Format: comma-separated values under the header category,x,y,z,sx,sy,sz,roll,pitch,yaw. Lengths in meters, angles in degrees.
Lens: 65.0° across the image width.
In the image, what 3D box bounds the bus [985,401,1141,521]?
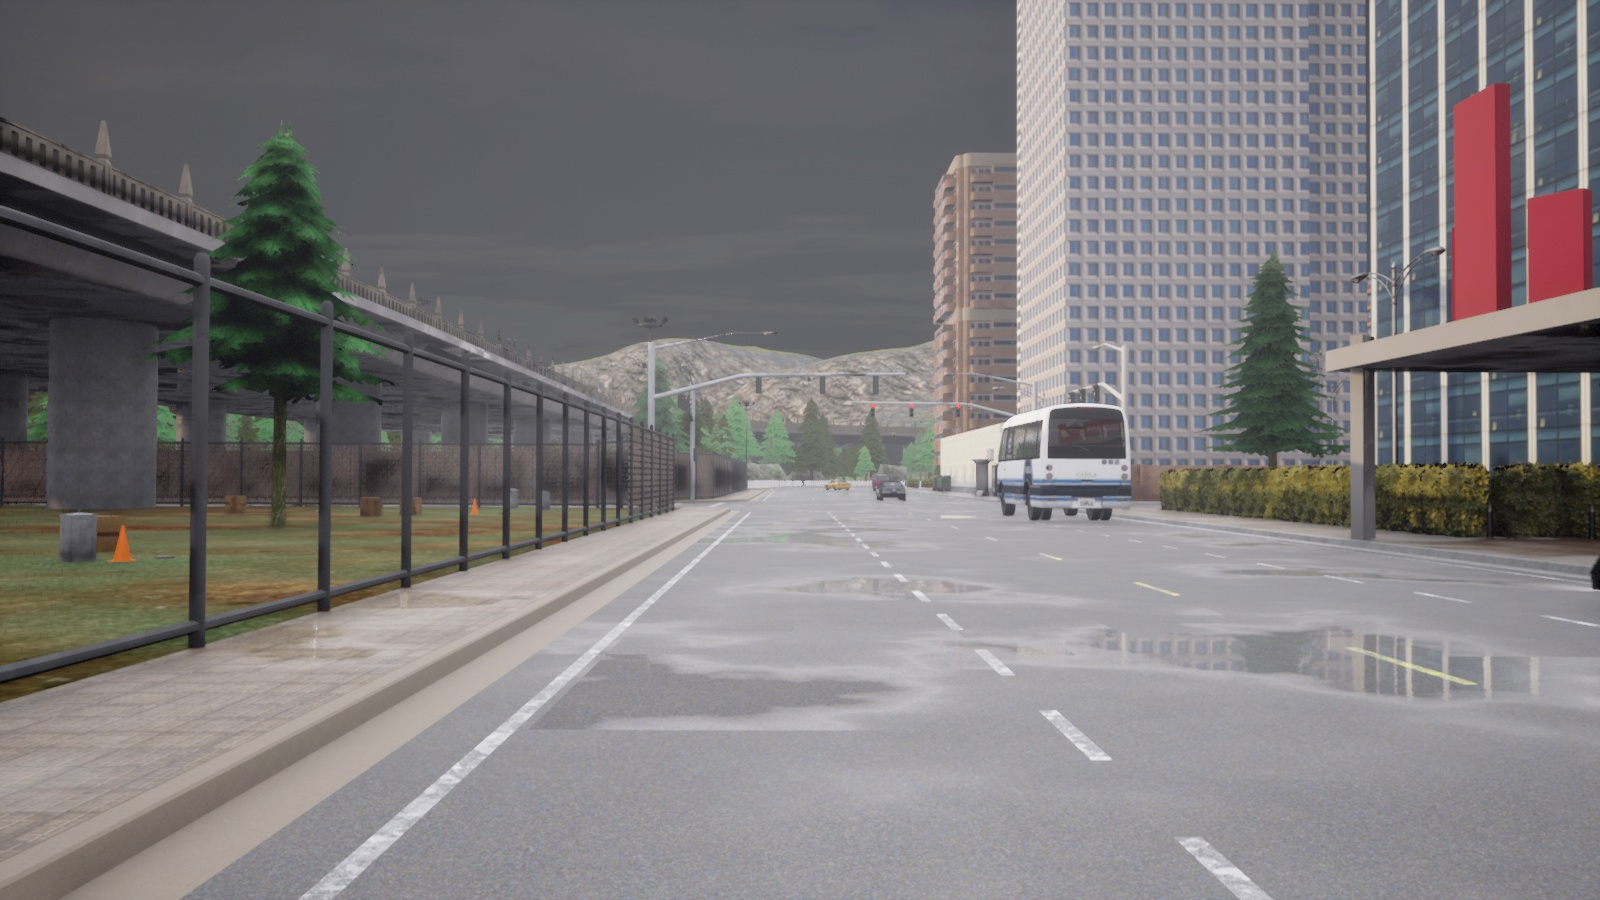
category,x,y,z,sx,sy,sz,roll,pitch,yaw
bus,10.097,0.495,49.786,3.944,4.253,10.273,0,-1,0

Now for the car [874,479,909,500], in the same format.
category,x,y,z,sx,sy,sz,roll,pitch,yaw
car,6.322,2.755,87.392,2.033,1.411,5.357,0,-1,-1

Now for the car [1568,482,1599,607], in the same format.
category,x,y,z,sx,sy,sz,roll,pitch,yaw
car,10.396,1.088,13.378,1.816,1.474,4.193,0,-1,0
